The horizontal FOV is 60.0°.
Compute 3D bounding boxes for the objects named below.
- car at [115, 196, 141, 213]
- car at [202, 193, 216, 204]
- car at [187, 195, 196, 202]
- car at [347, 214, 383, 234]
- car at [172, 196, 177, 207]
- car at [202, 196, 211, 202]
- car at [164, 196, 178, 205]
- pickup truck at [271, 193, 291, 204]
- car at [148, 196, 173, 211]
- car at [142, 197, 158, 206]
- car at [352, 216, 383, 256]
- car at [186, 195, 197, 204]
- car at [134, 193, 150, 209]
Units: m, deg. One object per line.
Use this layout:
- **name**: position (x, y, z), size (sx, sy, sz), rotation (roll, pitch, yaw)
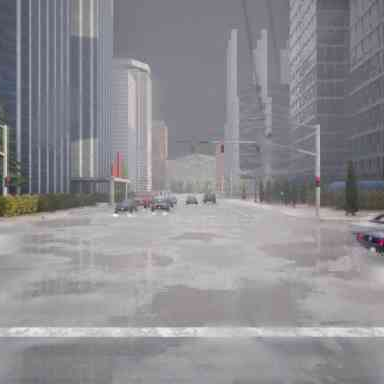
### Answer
- **car**: position (-7.166, 1.505, 36.546), size (1.837, 1.490, 4.892), rotation (0, 0, 0)
- **car**: position (3.461, 1.221, 65.347), size (2.150, 2.045, 5.566), rotation (0, 0, 0)
- **car**: position (-0.162, 1.525, 76.365), size (2.128, 1.511, 4.902), rotation (0, 0, 0)
- **car**: position (9.478, 1.601, 14.429), size (4.718, 1.301, 1.895), rotation (0, 0, 0)
- **car**: position (-3.678, 1.601, 49.595), size (1.895, 1.301, 4.718), rotation (0, 0, 0)
- **car**: position (3.339, 1.595, 76.009), size (1.895, 1.301, 4.718), rotation (0, 0, 0)
- **car**: position (-3.692, 1.491, 60.012), size (2.128, 1.511, 4.902), rotation (0, 0, 0)
- **pickup truck**: position (16.491, 1.059, 61.477), size (2.390, 2.098, 6.274), rotation (0, 0, 30)
- **car**: position (-3.665, 1.564, 39.588), size (1.994, 1.385, 4.181), rotation (0, 0, 0)
- **car**: position (-7.194, 1.547, 57.144), size (2.033, 1.411, 5.357), rotation (0, 0, 0)
- **car**: position (8.161, 1.601, 10.940), size (4.718, 1.301, 1.895), rotation (0, 0, 0)
- **car**: position (-0.031, 1.563, 61.618), size (1.994, 1.385, 4.181), rotation (0, 0, 0)
- **car**: position (-7.177, 1.222, 46.483), size (2.150, 2.045, 5.566), rotation (0, 0, 1)
